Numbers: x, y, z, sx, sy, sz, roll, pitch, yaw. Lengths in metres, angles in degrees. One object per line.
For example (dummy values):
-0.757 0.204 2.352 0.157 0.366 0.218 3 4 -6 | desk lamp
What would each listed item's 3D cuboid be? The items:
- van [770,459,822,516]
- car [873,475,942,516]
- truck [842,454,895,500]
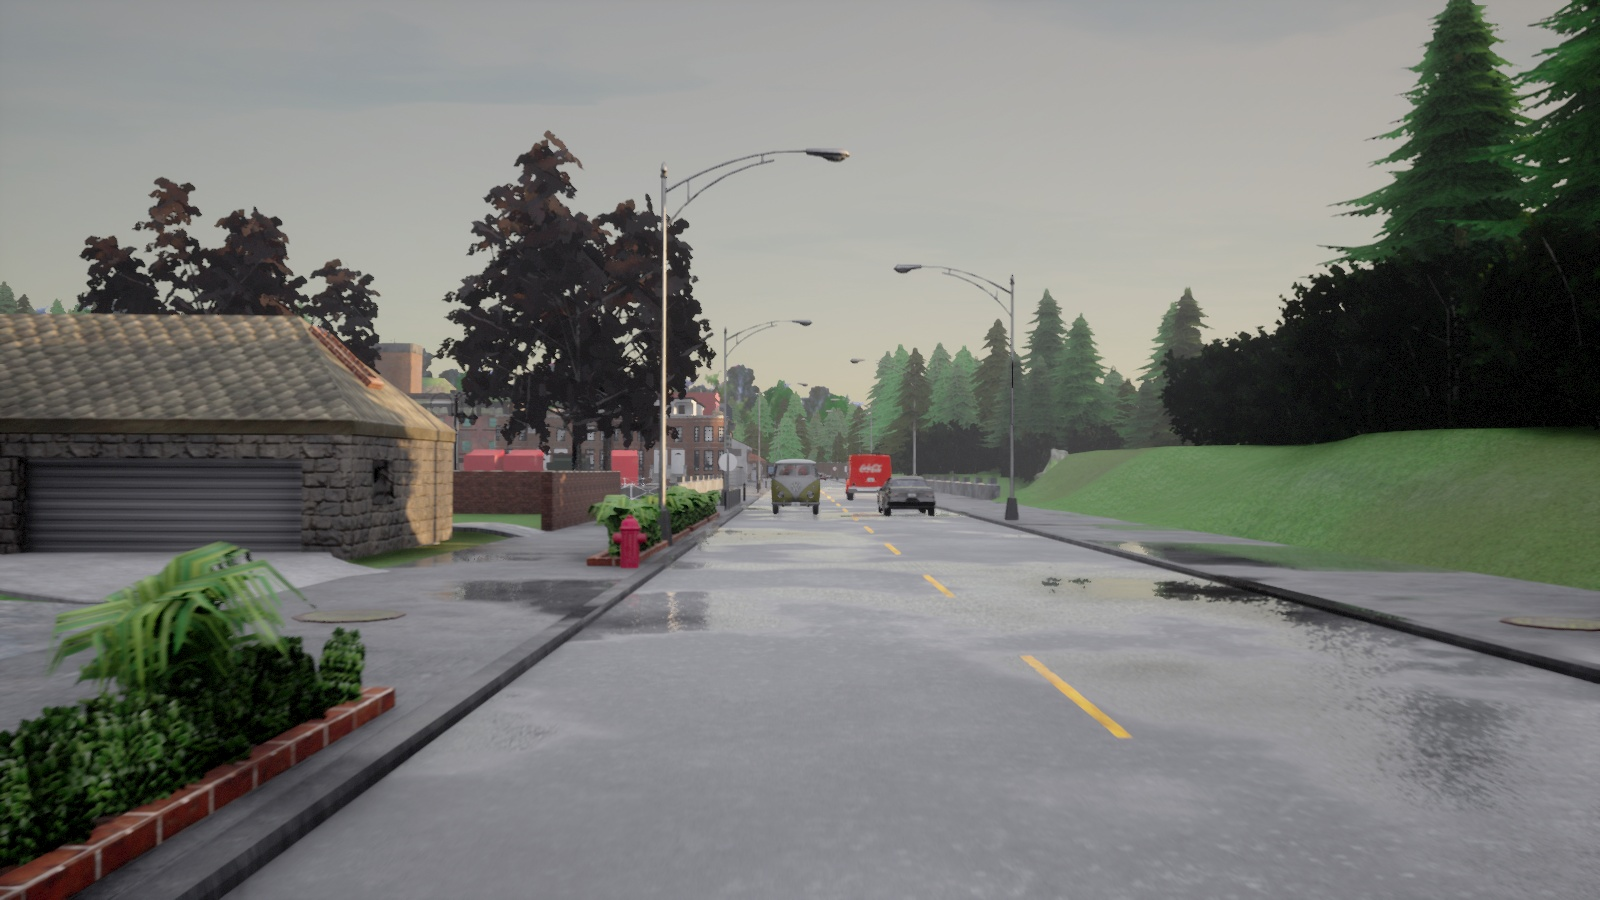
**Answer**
-0.145 1.338 45.955 1.775 1.987 4.442 0 -1 0 | van
3.855 1.616 46.005 2.033 1.411 5.357 0 -1 0 | car
3.776 1.486 69.861 2.627 2.467 5.204 0 -1 0 | truck
